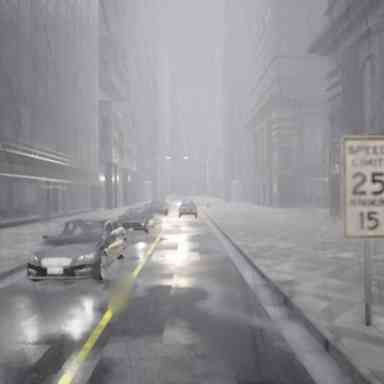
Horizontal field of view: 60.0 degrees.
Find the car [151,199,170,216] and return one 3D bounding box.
[{"bbox_3d":[-3.478,1.580,34.679,2.097,1.767,4.553,0,0,-1],"label":"car"}]

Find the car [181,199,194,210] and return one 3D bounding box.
[{"bbox_3d":[-0.599,1.759,46.969,1.812,1.442,4.674,0,0,0],"label":"car"}]

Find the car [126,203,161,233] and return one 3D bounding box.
[{"bbox_3d":[-3.369,1.684,20.795,2.033,1.411,5.357,0,0,-1],"label":"car"}]

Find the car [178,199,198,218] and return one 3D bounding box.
[{"bbox_3d":[-0.381,1.719,32.400,2.033,1.411,5.357,0,0,0],"label":"car"}]

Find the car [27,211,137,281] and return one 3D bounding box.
[{"bbox_3d":[-3.223,1.575,10.200,2.128,1.511,4.902,0,0,-1],"label":"car"}]
